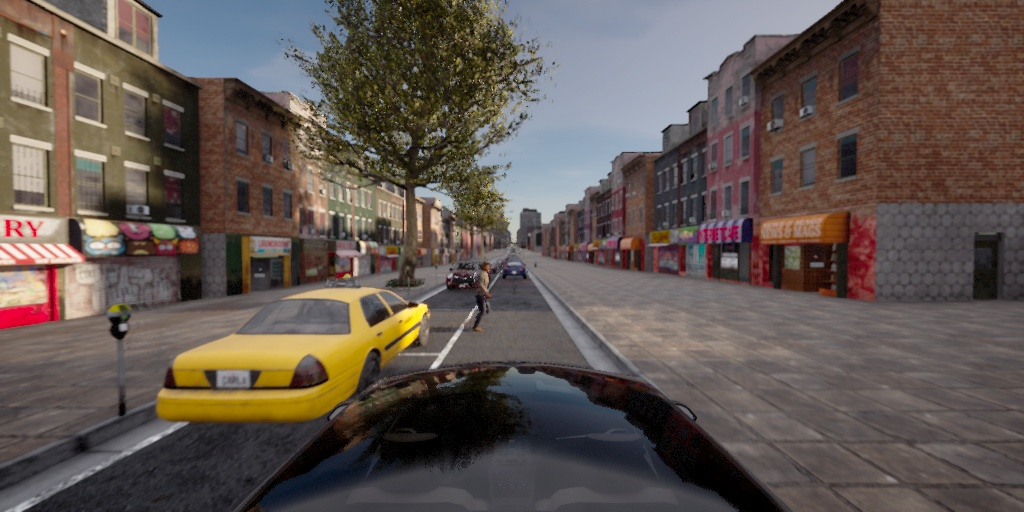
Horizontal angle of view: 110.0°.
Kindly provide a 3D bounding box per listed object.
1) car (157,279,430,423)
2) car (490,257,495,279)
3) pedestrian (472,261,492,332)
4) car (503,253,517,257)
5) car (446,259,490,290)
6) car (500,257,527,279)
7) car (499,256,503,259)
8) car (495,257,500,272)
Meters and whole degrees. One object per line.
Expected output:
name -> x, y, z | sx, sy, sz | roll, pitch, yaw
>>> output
car -> -2.732, 1.159, 6.093 | 1.801, 1.575, 5.366 | 0, 1, 0
car -> -2.530, 0.990, 26.198 | 1.967, 1.591, 4.097 | 0, 0, 0
pedestrian -> -0.750, 0.970, 9.068 | 0.375, 1.860, 0.375 | 1, 1, 0
car -> 0.269, 0.825, 46.792 | 2.097, 1.767, 4.553 | 0, 0, 1
car -> -2.554, 1.023, 20.667 | 1.967, 1.591, 4.097 | 0, 0, 0
car -> 0.201, 1.060, 29.555 | 1.812, 1.442, 4.674 | 0, 0, 1
car -> -2.455, 1.036, 42.793 | 2.007, 1.370, 4.403 | 0, 0, 0
car -> -2.480, 1.087, 37.259 | 1.802, 1.307, 4.207 | 0, 0, 0
